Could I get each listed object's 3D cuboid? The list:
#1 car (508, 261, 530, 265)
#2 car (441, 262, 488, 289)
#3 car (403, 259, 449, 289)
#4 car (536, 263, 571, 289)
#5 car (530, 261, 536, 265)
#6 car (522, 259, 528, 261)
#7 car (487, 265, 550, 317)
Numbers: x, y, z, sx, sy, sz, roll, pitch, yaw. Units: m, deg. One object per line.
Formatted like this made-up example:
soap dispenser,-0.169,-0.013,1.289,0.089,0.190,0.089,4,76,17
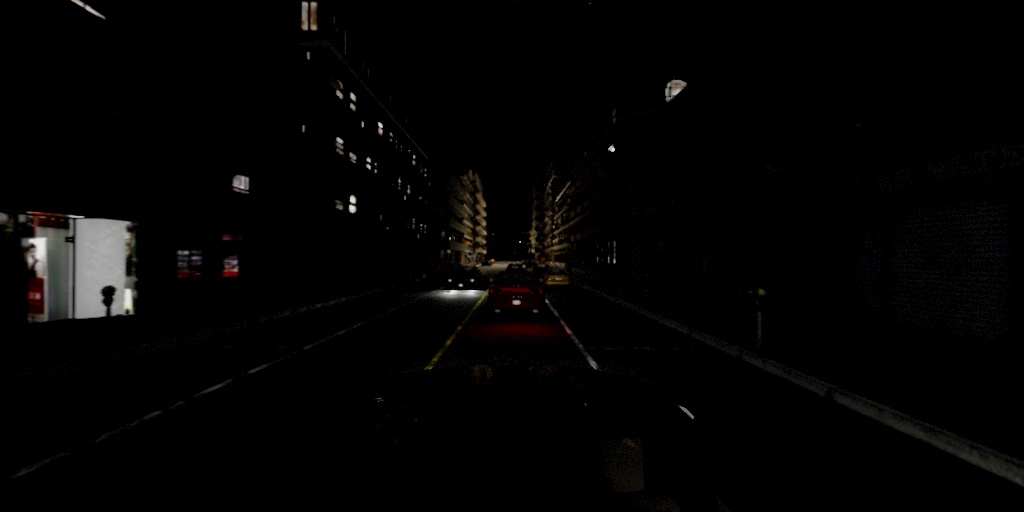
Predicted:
car,0.245,1.373,30.996,2.033,1.411,5.357,0,0,0
car,-2.979,1.346,23.680,2.033,1.411,5.357,0,0,1
car,-5.588,1.104,23.607,2.192,1.841,5.009,0,0,0
car,2.793,1.340,23.728,1.751,1.417,4.829,0,0,0
car,2.852,1.388,34.830,1.888,1.381,4.507,0,0,0
car,2.972,1.450,57.374,2.007,1.370,4.403,0,0,0
car,0.151,1.258,13.340,1.882,1.535,5.008,0,0,0
